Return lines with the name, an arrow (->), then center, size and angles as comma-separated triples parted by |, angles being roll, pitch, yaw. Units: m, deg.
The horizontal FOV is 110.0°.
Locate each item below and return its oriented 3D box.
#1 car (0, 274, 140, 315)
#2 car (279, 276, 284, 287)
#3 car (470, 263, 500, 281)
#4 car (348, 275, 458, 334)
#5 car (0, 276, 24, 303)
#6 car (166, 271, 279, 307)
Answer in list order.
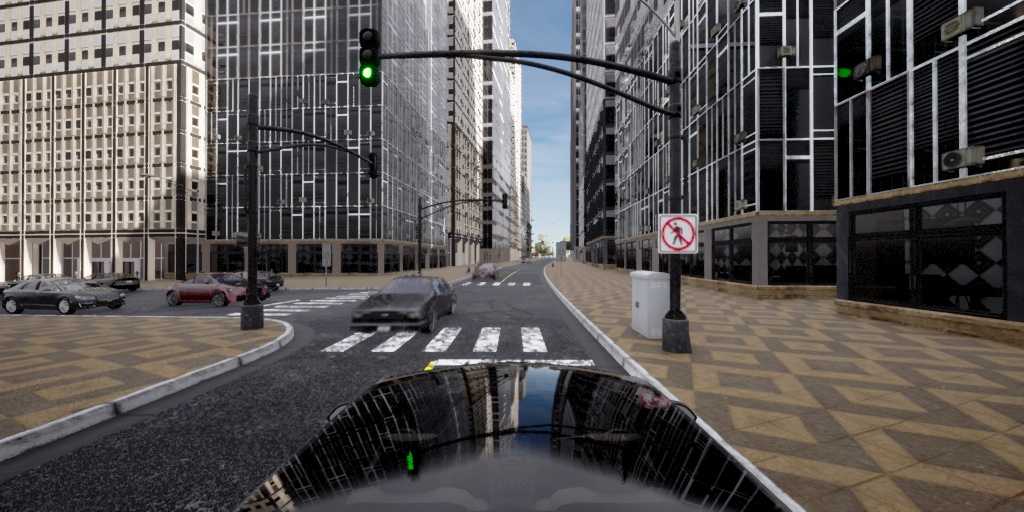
car -> -18.149, 1.567, 14.592 | 4.403, 1.370, 2.007 | 0, 0, 9
car -> -16.850, 1.610, 22.871 | 4.403, 1.370, 2.007 | 0, 0, 9
car -> -2.128, 1.277, 29.772 | 1.812, 1.442, 4.674 | 0, 0, 3
car -> -2.899, 1.300, 10.885 | 2.033, 1.411, 5.357 | 0, 0, 1
car -> -28.817, 1.791, 18.894 | 4.181, 1.385, 1.994 | -1, 0, 9
car -> -13.361, 1.514, 16.383 | 4.181, 1.385, 1.994 | -1, 0, 13
